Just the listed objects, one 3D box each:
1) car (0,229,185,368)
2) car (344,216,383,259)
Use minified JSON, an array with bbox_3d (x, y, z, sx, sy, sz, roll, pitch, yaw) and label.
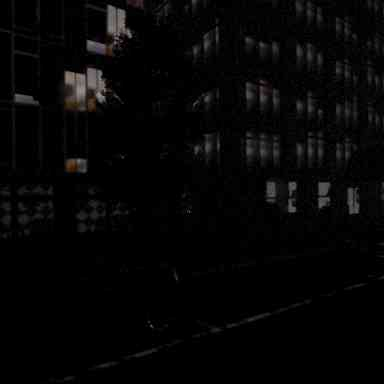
[{"bbox_3d":[-2.210,1.438,4.993,4.097,1.590,1.967,0,0,-35],"label":"car"},{"bbox_3d":[7.044,1.520,11.594,4.403,1.369,2.008,0,0,-35],"label":"car"}]
